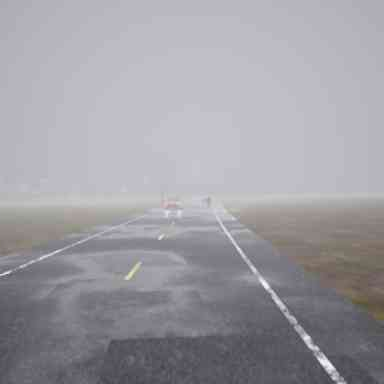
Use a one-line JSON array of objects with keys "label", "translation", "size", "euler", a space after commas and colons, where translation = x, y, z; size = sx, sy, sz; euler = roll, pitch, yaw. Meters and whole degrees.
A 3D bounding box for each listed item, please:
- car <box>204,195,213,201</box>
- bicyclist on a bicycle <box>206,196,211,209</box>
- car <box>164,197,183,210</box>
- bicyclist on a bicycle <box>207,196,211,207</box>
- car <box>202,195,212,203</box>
[{"label": "car", "translation": [4.160, 1.518, 85.024], "size": [2.128, 1.511, 4.902], "euler": [0, 0, 4]}, {"label": "bicyclist on a bicycle", "translation": [2.234, 1.548, 45.159], "size": [0.582, 1.620, 1.656], "euler": [0, -1, 3]}, {"label": "car", "translation": [-2.368, 1.445, 44.118], "size": [2.097, 1.767, 4.553], "euler": [0, 0, 3]}, {"label": "bicyclist on a bicycle", "translation": [2.836, 1.485, 55.013], "size": [0.659, 1.776, 1.843], "euler": [0, 0, 4]}, {"label": "car", "translation": [3.322, 1.630, 74.024], "size": [1.882, 1.535, 5.008], "euler": [0, 0, 5]}]
